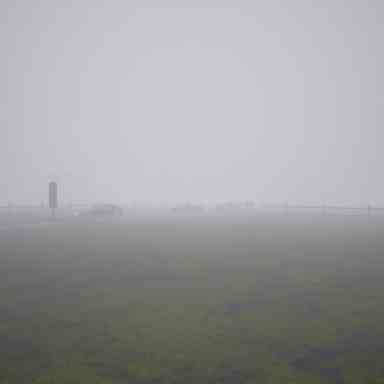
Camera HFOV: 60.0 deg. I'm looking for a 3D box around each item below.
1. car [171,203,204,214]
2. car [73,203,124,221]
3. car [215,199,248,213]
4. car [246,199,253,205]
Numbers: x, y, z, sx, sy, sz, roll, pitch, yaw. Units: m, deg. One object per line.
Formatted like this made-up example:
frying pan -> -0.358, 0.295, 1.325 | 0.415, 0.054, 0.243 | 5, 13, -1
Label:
car -> -0.576, 2.069, 41.555 | 1.895, 1.301, 4.718 | -1, -1, 35
car -> -8.473, 1.790, 30.396 | 2.128, 1.511, 4.902 | -1, -1, 35
car -> 5.019, 2.034, 44.372 | 2.033, 1.411, 5.357 | -1, -1, 35
car -> 8.262, 1.746, 53.911 | 1.882, 1.535, 5.008 | -1, -1, 35
